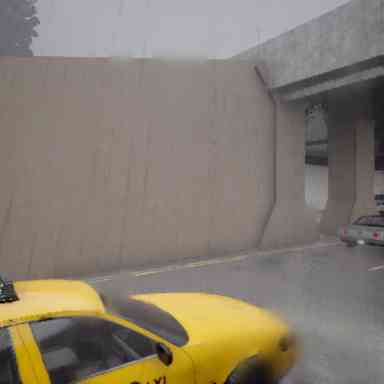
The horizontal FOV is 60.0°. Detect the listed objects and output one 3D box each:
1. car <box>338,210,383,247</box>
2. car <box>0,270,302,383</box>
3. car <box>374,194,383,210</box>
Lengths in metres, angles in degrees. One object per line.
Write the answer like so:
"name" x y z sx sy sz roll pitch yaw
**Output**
"car" 8.220 1.601 13.902 4.718 1.301 1.895 0 0 -35
"car" -1.260 1.455 2.842 5.366 1.575 1.801 0 0 -36
"car" 20.518 1.206 35.573 5.566 2.045 2.150 0 0 -35
